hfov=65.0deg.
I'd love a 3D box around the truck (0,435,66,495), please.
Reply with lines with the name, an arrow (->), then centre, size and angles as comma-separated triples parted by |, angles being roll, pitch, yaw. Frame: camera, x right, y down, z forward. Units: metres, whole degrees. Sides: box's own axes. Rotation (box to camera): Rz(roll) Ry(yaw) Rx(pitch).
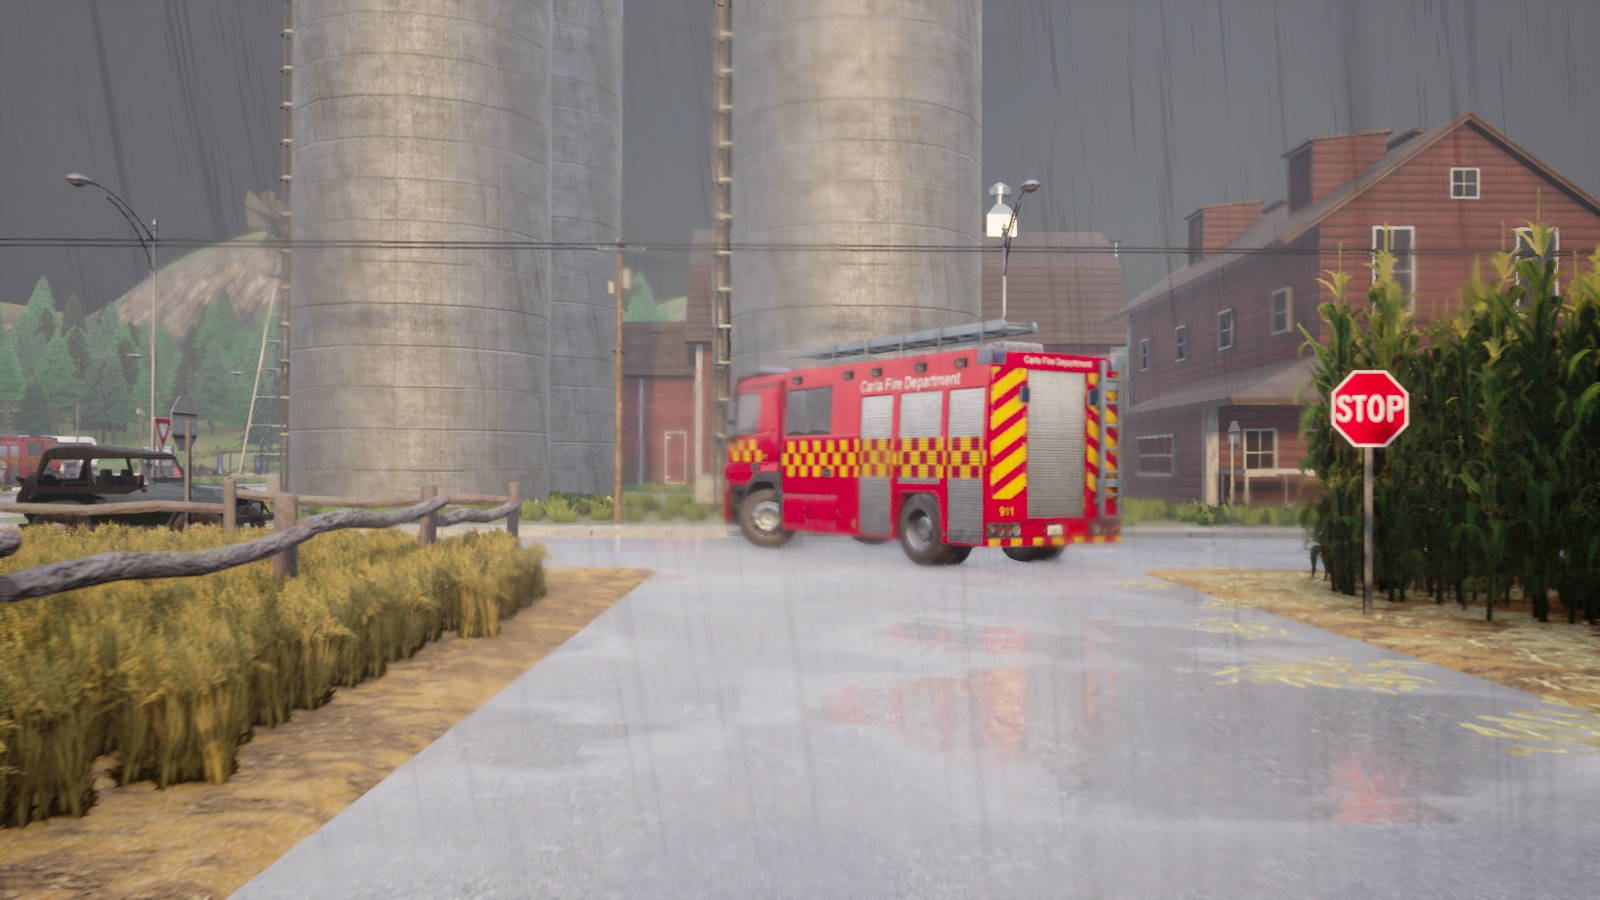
truck -> -52.739, 1.002, 83.631 | 2.891, 3.827, 8.468 | 0, -1, -1

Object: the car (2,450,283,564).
car -> -11.292, 0.958, 21.765 | 3.866, 1.878, 1.905 | 0, -1, 0

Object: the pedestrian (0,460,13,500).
pedestrian -> -38.673, 1.455, 60.738 | 0.659, 1.952, 0.873 | 0, -1, -3

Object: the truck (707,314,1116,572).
truck -> 1.582, -0.038, 22.992 | 2.891, 3.827, 8.468 | 1, -1, -32
